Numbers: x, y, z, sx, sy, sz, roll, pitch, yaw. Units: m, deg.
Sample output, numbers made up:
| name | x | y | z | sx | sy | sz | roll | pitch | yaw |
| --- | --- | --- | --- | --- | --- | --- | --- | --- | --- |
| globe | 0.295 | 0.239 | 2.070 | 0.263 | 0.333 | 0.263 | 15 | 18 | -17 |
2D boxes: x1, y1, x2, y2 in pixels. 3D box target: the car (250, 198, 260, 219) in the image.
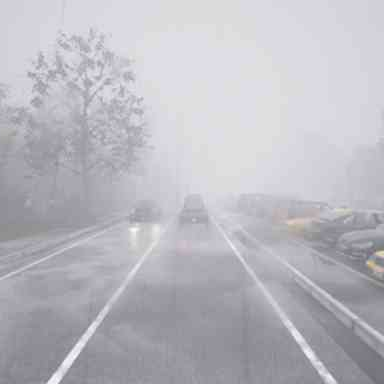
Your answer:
| name | x | y | z | sx | sy | sz | roll | pitch | yaw |
| --- | --- | --- | --- | --- | --- | --- | --- | --- | --- |
| car | 7.073 | 1.422 | 24.100 | 5.008 | 1.535 | 2.097 | 0 | 0 | 0 |

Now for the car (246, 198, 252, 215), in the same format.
| name | x | y | z | sx | sy | sz | roll | pitch | yaw |
| --- | --- | --- | --- | --- | --- | --- | --- | --- | --- |
| car | 7.090 | 1.454 | 26.876 | 4.674 | 1.452 | 2.002 | 0 | 0 | 0 |

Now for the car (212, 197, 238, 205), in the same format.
| name | x | y | z | sx | sy | sz | roll | pitch | yaw |
| --- | --- | --- | --- | --- | --- | --- | --- | --- | --- |
| car | 7.046 | 1.942 | 71.256 | 5.366 | 1.575 | 1.946 | 0 | -1 | 0 |

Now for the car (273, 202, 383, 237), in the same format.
| name | x | y | z | sx | sy | sz | roll | pitch | yaw |
| --- | --- | --- | --- | --- | --- | --- | --- | --- | --- |
| car | 6.866 | 1.443 | 15.771 | 5.366 | 1.575 | 1.946 | 0 | 0 | 0 |

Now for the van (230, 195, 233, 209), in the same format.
| name | x | y | z | sx | sy | sz | roll | pitch | yaw |
| --- | --- | --- | --- | --- | --- | --- | --- | --- | --- |
| van | 7.007 | 1.230 | 37.964 | 4.442 | 1.987 | 1.878 | 0 | -1 | 0 |

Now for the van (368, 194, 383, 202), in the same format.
| name | x | y | z | sx | sy | sz | roll | pitch | yaw |
| --- | --- | --- | --- | --- | --- | --- | --- | --- | --- |
| van | 20.069 | 1.169 | 32.368 | 4.442 | 1.987 | 1.878 | 0 | 0 | 0 |

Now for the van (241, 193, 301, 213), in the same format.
| name | x | y | z | sx | sy | sz | roll | pitch | yaw |
| --- | --- | --- | --- | --- | --- | --- | --- | --- | --- |
| van | 6.980 | 1.180 | 29.652 | 4.442 | 1.987 | 1.878 | 0 | 0 | 0 |

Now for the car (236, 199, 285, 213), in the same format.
| name | x | y | z | sx | sy | sz | roll | pitch | yaw |
| --- | --- | --- | --- | --- | --- | --- | --- | --- | --- |
| car | 7.144 | 1.449 | 35.178 | 4.792 | 1.488 | 2.163 | 0 | 0 | 0 |

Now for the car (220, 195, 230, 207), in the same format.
| name | x | y | z | sx | sy | sz | roll | pitch | yaw |
| --- | --- | --- | --- | --- | --- | --- | --- | --- | --- |
| car | 7.165 | 1.603 | 49.064 | 5.008 | 1.535 | 2.097 | 0 | -1 | 0 |

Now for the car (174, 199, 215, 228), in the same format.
| name | x | y | z | sx | sy | sz | roll | pitch | yaw |
| --- | --- | --- | --- | --- | --- | --- | --- | --- | --- |
| car | 0.127 | 1.436 | 21.863 | 2.128 | 1.511 | 4.902 | 0 | 0 | 0 |

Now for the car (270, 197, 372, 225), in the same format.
| name | x | y | z | sx | sy | sz | roll | pitch | yaw |
| --- | --- | --- | --- | --- | --- | --- | --- | --- | --- |
| car | 7.030 | 1.313 | 18.547 | 4.553 | 1.767 | 2.185 | 0 | 0 | 0 |

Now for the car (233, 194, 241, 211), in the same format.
| name | x | y | z | sx | sy | sz | roll | pitch | yaw |
| --- | --- | --- | --- | --- | --- | --- | --- | --- | --- |
| car | 7.134 | 1.147 | 32.427 | 5.566 | 2.045 | 2.435 | 0 | 0 | 0 |

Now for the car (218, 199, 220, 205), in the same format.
| name | x | y | z | sx | sy | sz | roll | pitch | yaw |
| --- | --- | --- | --- | --- | --- | --- | --- | --- | --- |
| car | 7.180 | 1.716 | 54.615 | 4.674 | 1.452 | 2.002 | 0 | -1 | 0 |

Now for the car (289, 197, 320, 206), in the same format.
| name | x | y | z | sx | sy | sz | roll | pitch | yaw |
| --- | --- | --- | --- | --- | --- | --- | --- | --- | --- |
| car | 20.268 | 1.745 | 59.916 | 4.892 | 1.521 | 2.231 | 0 | -1 | 0 |

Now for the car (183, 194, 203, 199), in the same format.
| name | x | y | z | sx | sy | sz | roll | pitch | yaw |
| --- | --- | --- | --- | --- | --- | --- | --- | --- | --- |
| car | 0.163 | 1.249 | 39.995 | 2.150 | 2.045 | 5.566 | 0 | 0 | 0 |

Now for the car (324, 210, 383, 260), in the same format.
| name | x | y | z | sx | sy | sz | roll | pitch | yaw |
| --- | --- | --- | --- | --- | --- | --- | --- | --- | --- |
| car | 7.040 | 1.463 | 10.219 | 4.892 | 1.521 | 2.231 | 0 | 0 | 0 |

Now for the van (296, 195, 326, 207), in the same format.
| name | x | y | z | sx | sy | sz | roll | pitch | yaw |
| --- | --- | --- | --- | --- | --- | --- | --- | --- | --- |
| van | 20.382 | 1.481 | 57.148 | 4.442 | 1.987 | 1.878 | 0 | -1 | 0 |

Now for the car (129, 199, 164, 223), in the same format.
| name | x | y | z | sx | sy | sz | roll | pitch | yaw |
| --- | --- | --- | --- | --- | --- | --- | --- | --- | --- |
| car | -3.316 | 1.301 | 24.912 | 2.097 | 1.767 | 4.553 | 0 | 0 | 0 |

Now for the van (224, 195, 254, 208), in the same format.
| name | x | y | z | sx | sy | sz | roll | pitch | yaw |
| --- | --- | --- | --- | --- | --- | --- | --- | --- | --- |
| van | 7.285 | 1.414 | 51.843 | 4.442 | 1.987 | 1.878 | 0 | -1 | 0 |

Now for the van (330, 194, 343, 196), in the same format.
| name | x | y | z | sx | sy | sz | roll | pitch | yaw |
| --- | --- | --- | --- | --- | --- | --- | --- | --- | --- |
| van | 20.338 | 1.298 | 43.298 | 4.442 | 1.987 | 1.878 | 0 | -1 | 0 |

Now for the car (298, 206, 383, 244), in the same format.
| name | x | y | z | sx | sy | sz | roll | pitch | yaw |
| --- | --- | --- | --- | --- | --- | --- | --- | --- | --- |
| car | 7.037 | 1.455 | 12.995 | 4.892 | 1.521 | 2.231 | 0 | 0 | 0 |

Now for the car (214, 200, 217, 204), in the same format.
| name | x | y | z | sx | sy | sz | roll | pitch | yaw |
| --- | --- | --- | --- | --- | --- | --- | --- | --- | --- |
| car | 7.167 | 1.498 | 60.171 | 5.566 | 2.045 | 2.435 | 0 | -1 | 0 |

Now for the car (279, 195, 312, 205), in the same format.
| name | x | y | z | sx | sy | sz | roll | pitch | yaw |
| --- | --- | --- | --- | --- | --- | --- | --- | --- | --- |
| car | 20.320 | 1.573 | 65.455 | 5.566 | 2.045 | 2.435 | 0 | -1 | 0 |

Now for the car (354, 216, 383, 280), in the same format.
| name | x | y | z | sx | sy | sz | roll | pitch | yaw |
| --- | --- | --- | --- | --- | --- | --- | --- | --- | --- |
| car | 6.840 | 1.467 | 7.443 | 5.366 | 1.575 | 1.946 | 0 | 0 | 0 |

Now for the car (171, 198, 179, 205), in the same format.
| name | x | y | z | sx | sy | sz | roll | pitch | yaw |
| --- | --- | --- | --- | --- | --- | --- | --- | --- | --- |
| car | -3.132 | 1.923 | 65.489 | 2.033 | 1.411 | 5.357 | 0 | -1 | 1 |

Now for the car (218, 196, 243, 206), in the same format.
| name | x | y | z | sx | sy | sz | roll | pitch | yaw |
| --- | --- | --- | --- | --- | --- | --- | --- | --- | --- |
| car | 7.236 | 1.663 | 62.941 | 4.553 | 1.767 | 2.185 | 0 | -1 | 0 |

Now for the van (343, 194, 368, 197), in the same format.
| name | x | y | z | sx | sy | sz | roll | pitch | yaw |
| --- | --- | --- | --- | --- | --- | --- | --- | --- | --- |
| van | 20.086 | 1.225 | 37.759 | 4.442 | 1.987 | 1.878 | 0 | -1 | 0 |

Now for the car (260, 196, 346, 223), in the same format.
| name | x | y | z | sx | sy | sz | roll | pitch | yaw |
| --- | --- | --- | --- | --- | --- | --- | --- | --- | --- |
| car | 7.039 | 1.305 | 21.323 | 4.553 | 1.767 | 2.185 | 0 | 0 | 0 |

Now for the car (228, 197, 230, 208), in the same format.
| name | x | y | z | sx | sy | sz | roll | pitch | yaw |
| --- | --- | --- | --- | --- | --- | --- | --- | --- | --- |
| car | 7.135 | 1.533 | 40.736 | 4.674 | 1.452 | 2.002 | 0 | -1 | 0 |

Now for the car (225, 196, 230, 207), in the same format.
| name | x | y | z | sx | sy | sz | roll | pitch | yaw |
| --- | --- | --- | --- | --- | --- | --- | --- | --- | --- |
| car | 7.112 | 1.559 | 43.513 | 4.792 | 1.488 | 2.163 | 0 | -1 | 0 |
